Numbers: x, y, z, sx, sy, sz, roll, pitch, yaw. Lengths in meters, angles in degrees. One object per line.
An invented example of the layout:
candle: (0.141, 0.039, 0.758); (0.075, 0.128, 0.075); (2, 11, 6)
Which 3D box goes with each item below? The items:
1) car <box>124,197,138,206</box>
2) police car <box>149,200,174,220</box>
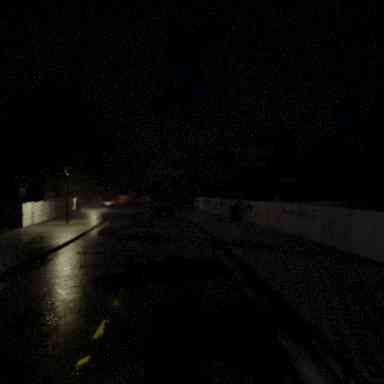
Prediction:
car: (-10.642, 1.688, 58.024); (1.882, 1.535, 5.008); (0, -1, -20)
police car: (-2.731, 1.518, 29.401); (1.930, 1.638, 5.238); (0, 0, -10)
